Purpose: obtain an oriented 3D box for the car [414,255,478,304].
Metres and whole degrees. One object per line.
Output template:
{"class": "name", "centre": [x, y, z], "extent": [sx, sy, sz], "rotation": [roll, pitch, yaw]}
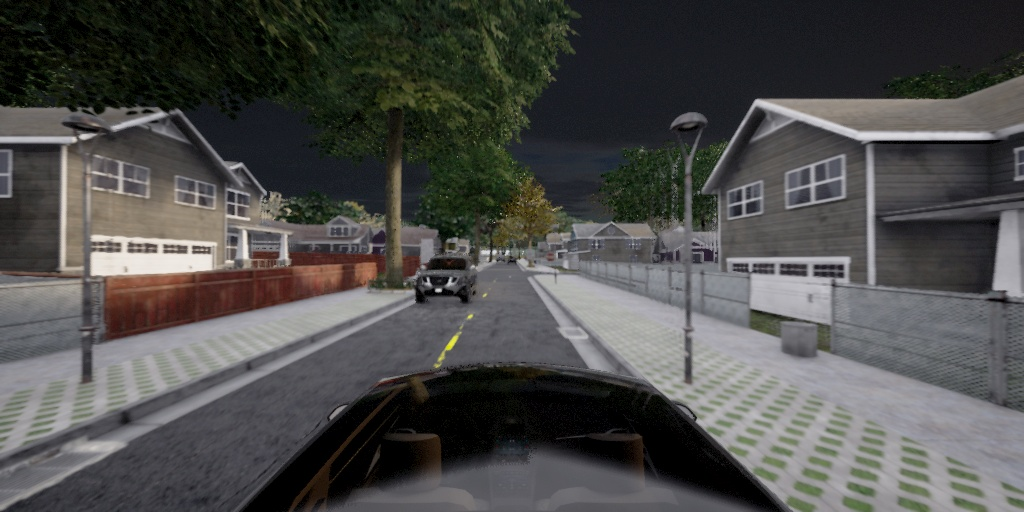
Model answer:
{"class": "car", "centre": [-2.841, 0.974, 16.671], "extent": [2.150, 2.045, 5.566], "rotation": [0, 0, 0]}
